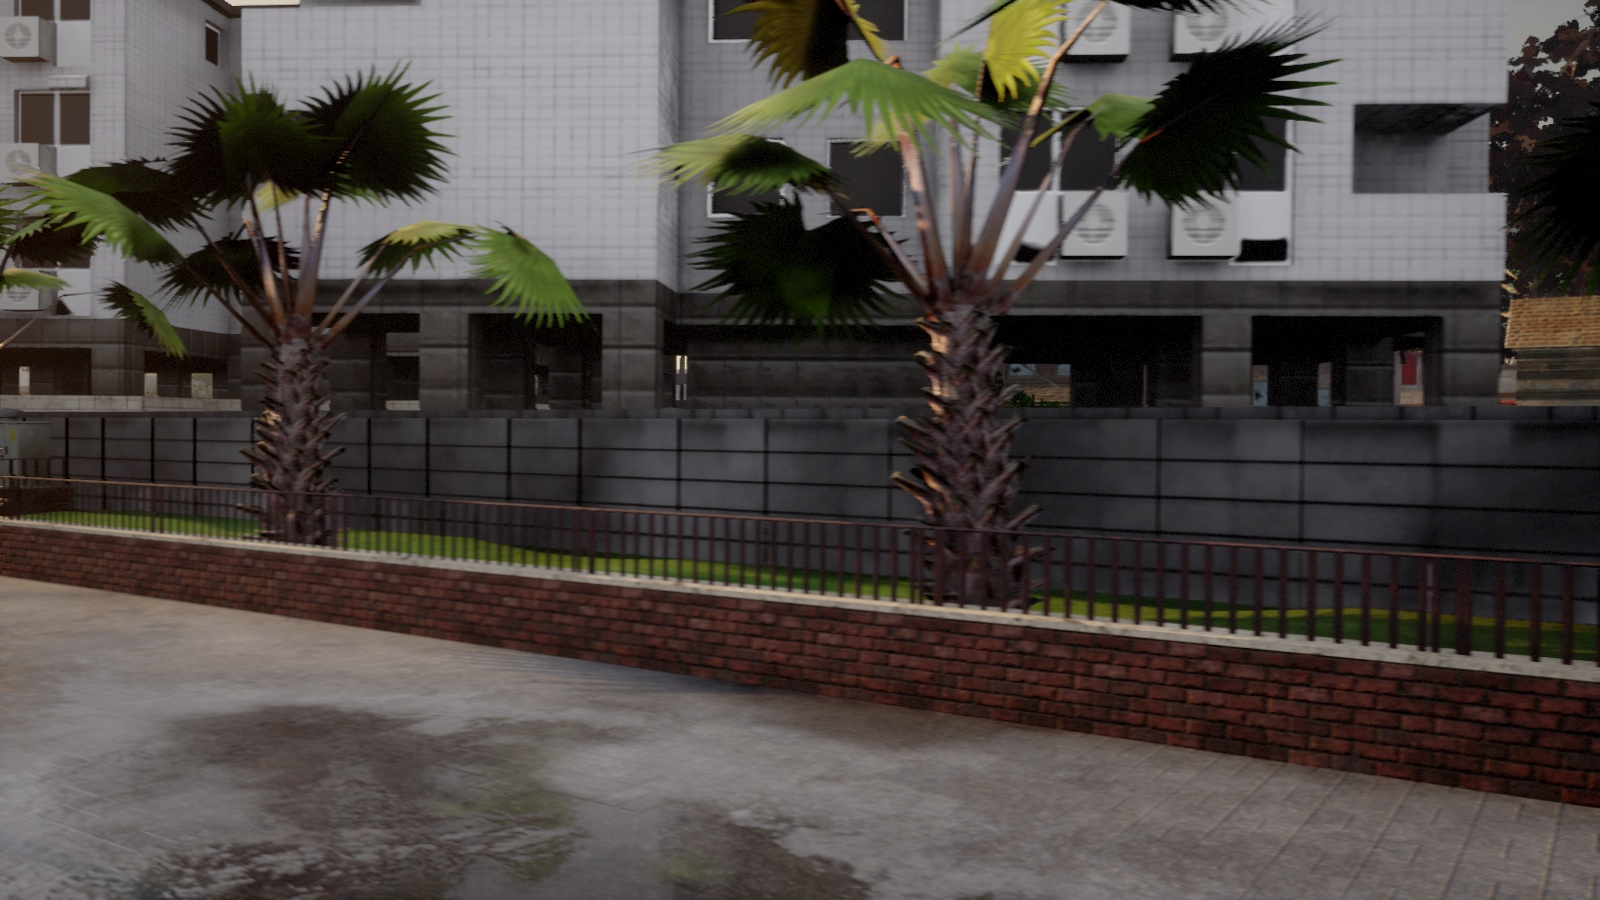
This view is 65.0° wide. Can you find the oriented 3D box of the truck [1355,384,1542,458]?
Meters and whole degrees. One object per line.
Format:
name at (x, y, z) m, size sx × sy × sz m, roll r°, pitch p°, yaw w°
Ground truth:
truck at (32.005, -1.391, 62.089) m, size 7.936 × 3.462 × 2.891 m, roll 0°, pitch 1°, yaw 34°
